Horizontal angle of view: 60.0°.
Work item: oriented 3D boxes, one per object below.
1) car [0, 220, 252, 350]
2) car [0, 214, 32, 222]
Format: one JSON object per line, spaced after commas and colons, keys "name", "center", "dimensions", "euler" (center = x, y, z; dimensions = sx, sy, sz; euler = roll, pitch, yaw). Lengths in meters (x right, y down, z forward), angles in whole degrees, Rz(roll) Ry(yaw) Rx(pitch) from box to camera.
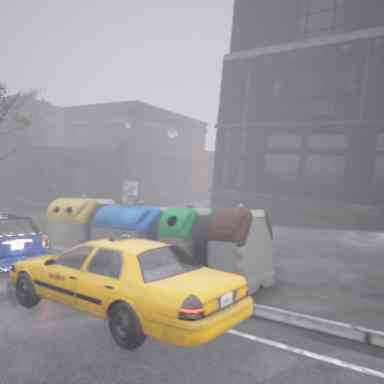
{"name": "car", "center": [-1.541, 1.526, 6.353], "dimensions": [5.366, 1.575, 1.801], "euler": [0, -1, 37]}
{"name": "car", "center": [-6.177, 1.418, 9.852], "dimensions": [4.553, 1.767, 2.097], "euler": [0, -1, 37]}
